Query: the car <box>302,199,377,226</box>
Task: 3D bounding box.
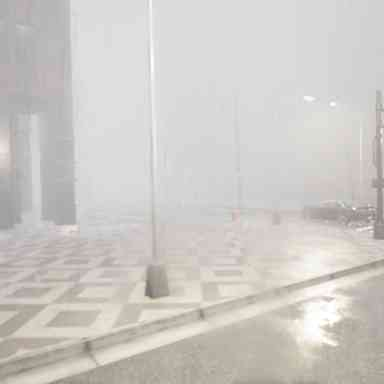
[{"bbox_3d":[8.875,1.175,20.537,2.128,1.511,4.902,-3,2,-21],"label":"car"}]
